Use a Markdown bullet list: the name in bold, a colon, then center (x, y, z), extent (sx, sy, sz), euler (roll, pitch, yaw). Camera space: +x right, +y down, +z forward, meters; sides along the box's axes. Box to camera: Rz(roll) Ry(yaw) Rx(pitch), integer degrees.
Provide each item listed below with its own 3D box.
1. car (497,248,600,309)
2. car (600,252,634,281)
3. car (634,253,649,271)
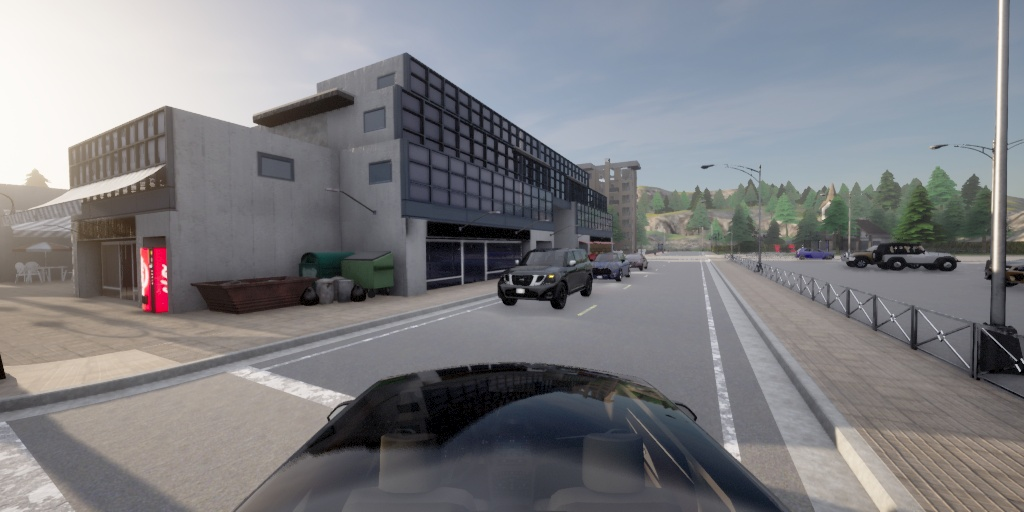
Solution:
- **car**: center (1.544, 0.700, 13.921), extent (2.150, 2.045, 5.566), euler (0, 1, 27)
- **car**: center (6.088, 0.573, 22.645), extent (2.097, 1.767, 4.553), euler (0, 1, 28)
- **car**: center (10.820, 0.480, 31.717), extent (1.812, 1.442, 4.674), euler (0, 1, 28)
